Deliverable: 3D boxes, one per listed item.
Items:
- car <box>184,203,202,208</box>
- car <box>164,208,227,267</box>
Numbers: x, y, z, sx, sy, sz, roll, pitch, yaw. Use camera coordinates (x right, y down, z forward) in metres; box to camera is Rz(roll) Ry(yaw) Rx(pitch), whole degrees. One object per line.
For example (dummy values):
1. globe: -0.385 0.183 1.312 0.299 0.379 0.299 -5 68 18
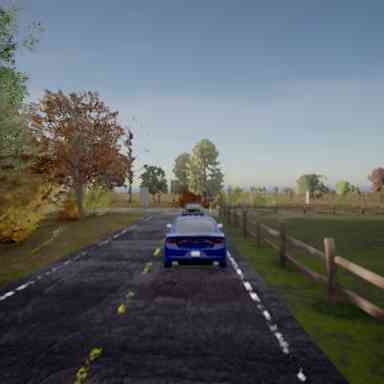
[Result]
1. car: 0.101 1.731 27.997 1.837 1.490 4.892 0 -1 0
2. car: 0.101 1.573 11.773 1.882 1.535 5.008 0 0 0
